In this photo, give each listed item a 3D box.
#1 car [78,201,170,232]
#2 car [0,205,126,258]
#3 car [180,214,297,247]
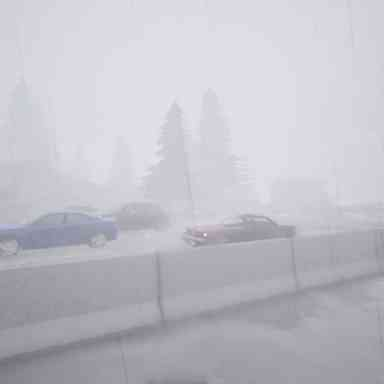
[{"bbox_3d":[-3.539,1.323,18.227,4.553,1.767,2.097,0,0,-32],"label":"car"},{"bbox_3d":[-5.369,1.454,12.870,5.008,1.535,1.882,0,0,-34],"label":"car"},{"bbox_3d":[1.929,1.584,13.406,4.718,1.301,1.895,0,0,-31],"label":"car"}]
